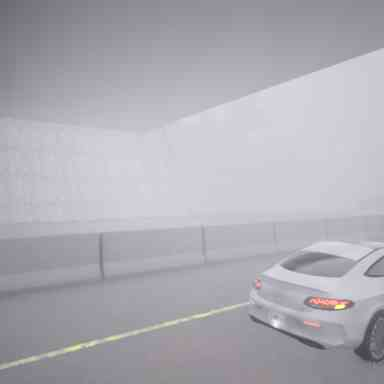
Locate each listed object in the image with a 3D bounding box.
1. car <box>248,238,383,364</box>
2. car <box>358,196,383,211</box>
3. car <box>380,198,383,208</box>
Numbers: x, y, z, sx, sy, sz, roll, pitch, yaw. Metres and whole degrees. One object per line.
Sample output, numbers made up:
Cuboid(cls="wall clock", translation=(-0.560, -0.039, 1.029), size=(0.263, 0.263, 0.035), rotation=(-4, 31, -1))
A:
Cuboid(cls="car", translation=(3.036, 1.569, 5.895), size=(4.674, 1.442, 1.812), rotation=(1, 0, -35))
Cuboid(cls="car", translation=(26.531, 1.603, 48.441), size=(5.566, 2.045, 2.150), rotation=(1, -1, -35))
Cuboid(cls="car", translation=(28.484, 1.923, 45.536), size=(5.357, 1.411, 2.033), rotation=(1, 0, -35))
